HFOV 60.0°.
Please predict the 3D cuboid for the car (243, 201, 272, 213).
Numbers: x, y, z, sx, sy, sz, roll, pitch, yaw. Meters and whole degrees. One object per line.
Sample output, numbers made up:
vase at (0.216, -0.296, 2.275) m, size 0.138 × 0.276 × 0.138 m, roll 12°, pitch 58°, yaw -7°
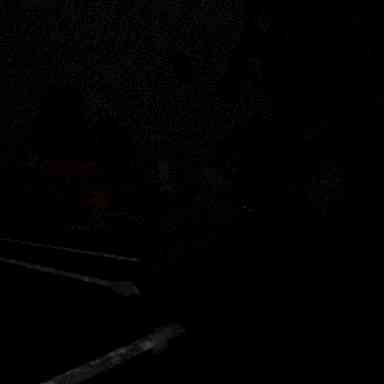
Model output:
car at (7.756, 1.724, 39.027) m, size 1.895 × 1.301 × 4.718 m, roll -1°, pitch 0°, yaw 34°
